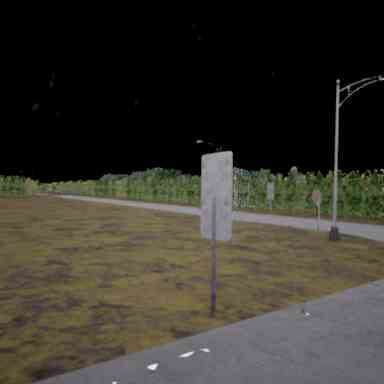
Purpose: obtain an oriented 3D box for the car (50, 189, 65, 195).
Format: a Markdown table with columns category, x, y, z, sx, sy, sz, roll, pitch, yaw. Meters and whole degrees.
| category | x | y | z | sx | sy | sz | roll | pitch | yaw |
| --- | --- | --- | --- | --- | --- | --- | --- | --- | --- |
| car | -34.060 | 0.112 | 85.572 | 2.128 | 1.511 | 4.902 | 1 | 0 | -35 |
